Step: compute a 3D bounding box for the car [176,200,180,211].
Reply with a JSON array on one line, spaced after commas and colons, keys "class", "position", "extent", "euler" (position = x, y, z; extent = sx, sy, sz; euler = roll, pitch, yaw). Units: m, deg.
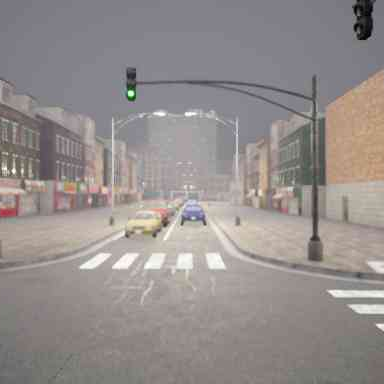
[{"class": "car", "position": [-2.628, 1.815, 35.258], "extent": [2.008, 1.369, 4.403], "euler": [0, 0, 0]}]

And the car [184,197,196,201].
[{"class": "car", "position": [0.036, 1.934, 52.207], "extent": [1.812, 1.442, 4.674], "euler": [0, 0, 1]}]

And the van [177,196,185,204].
[{"class": "van", "position": [-2.618, 1.970, 78.811], "extent": [1.690, 1.788, 3.998], "euler": [0, 0, 0]}]

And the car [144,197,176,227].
[{"class": "car", "position": [-2.629, 1.493, 24.371], "extent": [2.192, 1.841, 5.009], "euler": [0, 0, 0]}]

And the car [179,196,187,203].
[{"class": "car", "position": [-2.614, 2.069, 95.144], "extent": [2.192, 1.841, 5.009], "euler": [0, 0, 0]}]

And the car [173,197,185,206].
[{"class": "car", "position": [-2.621, 1.856, 67.923], "extent": [2.192, 1.841, 5.009], "euler": [0, 0, 0]}]

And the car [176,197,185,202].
[{"class": "car", "position": [-2.624, 1.995, 57.033], "extent": [1.887, 1.381, 4.507], "euler": [0, 0, 0]}]

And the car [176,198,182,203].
[{"class": "car", "position": [-2.626, 1.880, 45.975], "extent": [1.752, 1.417, 4.829], "euler": [0, 0, 0]}]

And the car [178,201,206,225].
[{"class": "car", "position": [0.106, 1.715, 25.915], "extent": [1.812, 1.442, 4.674], "euler": [0, 0, 0]}]

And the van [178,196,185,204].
[{"class": "van", "position": [-2.617, 2.012, 84.255], "extent": [1.690, 1.788, 3.998], "euler": [0, 0, 0]}]

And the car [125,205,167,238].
[{"class": "car", "position": [-2.631, 1.660, 18.757], "extent": [1.752, 1.417, 4.829], "euler": [0, 0, 0]}]
